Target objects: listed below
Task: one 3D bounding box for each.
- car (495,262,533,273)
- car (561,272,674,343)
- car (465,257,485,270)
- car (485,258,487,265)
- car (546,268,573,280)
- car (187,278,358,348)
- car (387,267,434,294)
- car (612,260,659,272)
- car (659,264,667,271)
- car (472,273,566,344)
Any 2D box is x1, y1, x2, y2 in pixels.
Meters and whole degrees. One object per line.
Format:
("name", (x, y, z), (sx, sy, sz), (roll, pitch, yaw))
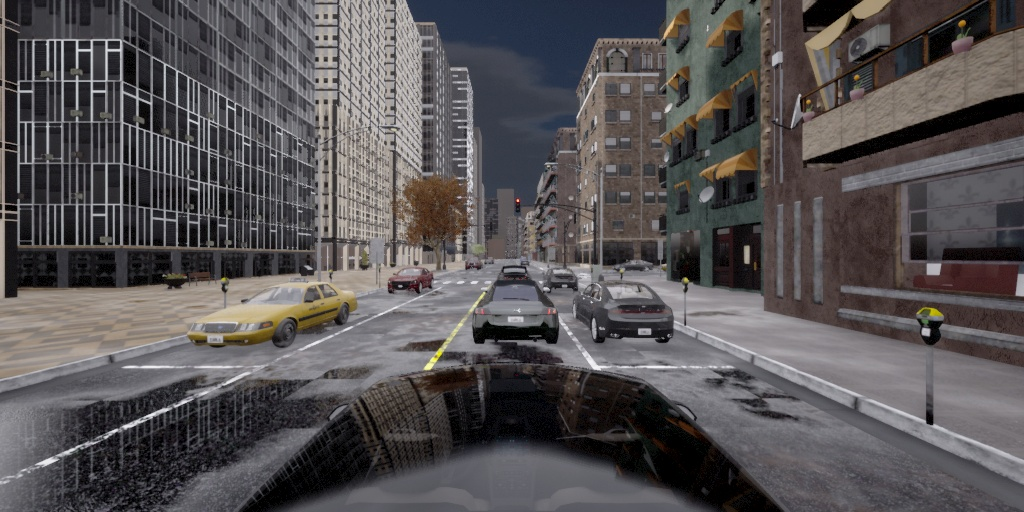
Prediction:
("car", (0.109, 1.259, 19.647), (1.837, 1.490, 4.892), (0, 0, -1))
("car", (2.691, 1.301, 9.450), (2.007, 1.370, 4.403), (0, 0, 0))
("car", (-5.679, 1.098, 52.906), (2.192, 1.841, 5.009), (0, 0, 0))
("car", (-5.677, 1.356, 58.429), (1.948, 1.339, 4.313), (0, 0, 0))
("car", (2.693, 1.305, 20.516), (2.007, 1.370, 4.403), (0, 0, 0))
("car", (-5.690, 1.276, 9.283), (1.751, 1.417, 4.829), (0, 0, 0))
("car", (-5.687, 1.299, 20.518), (1.888, 1.381, 4.507), (0, 0, 0))
("car", (13.444, 1.108, 39.929), (4.403, 1.370, 2.007), (0, 0, -1))
("car", (18.841, 1.006, 39.983), (4.829, 1.417, 1.751), (0, 0, -1))
("car", (0.089, 1.315, 9.598), (1.994, 1.385, 4.181), (0, 0, 0))
